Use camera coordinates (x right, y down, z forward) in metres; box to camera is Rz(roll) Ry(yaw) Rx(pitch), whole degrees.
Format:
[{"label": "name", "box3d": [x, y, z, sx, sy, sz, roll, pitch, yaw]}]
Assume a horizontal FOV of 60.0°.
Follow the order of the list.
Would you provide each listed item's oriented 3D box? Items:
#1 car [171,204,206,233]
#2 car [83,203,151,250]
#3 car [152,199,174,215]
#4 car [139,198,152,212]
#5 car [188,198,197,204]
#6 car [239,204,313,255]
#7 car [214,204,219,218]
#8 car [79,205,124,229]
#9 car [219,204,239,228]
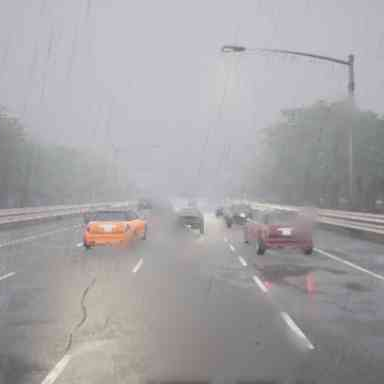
[{"label": "car", "box3d": [-0.152, 1.808, 21.989, 1.837, 1.490, 4.892, 0, 0, 1]}, {"label": "car", "box3d": [-3.389, 1.565, 15.550, 2.097, 1.767, 4.553, 0, -1, 0]}, {"label": "car", "box3d": [-3.356, 1.913, 41.237, 2.097, 1.767, 4.553, 0, -1, 0]}, {"label": "car", "box3d": [-6.843, 1.911, 50.757, 2.150, 2.045, 5.566, 0, -1, 0]}, {"label": "car", "box3d": [0.085, 2.538, 73.634, 2.033, 1.411, 5.357, 0, -1, 0]}, {"label": "car", "box3d": [3.511, 1.551, 14.412, 2.097, 1.767, 4.553, 0, -1, 0]}, {"label": "car", "box3d": [3.539, 2.002, 36.468, 2.163, 1.488, 4.792, 0, -1, 0]}, {"label": "car", "box3d": [-6.878, 1.844, 25.774, 2.128, 1.511, 4.902, 0, -1, 0]}, {"label": "car", "box3d": [3.525, 1.701, 25.411, 2.097, 1.767, 4.553, 0, -1, 0]}]
